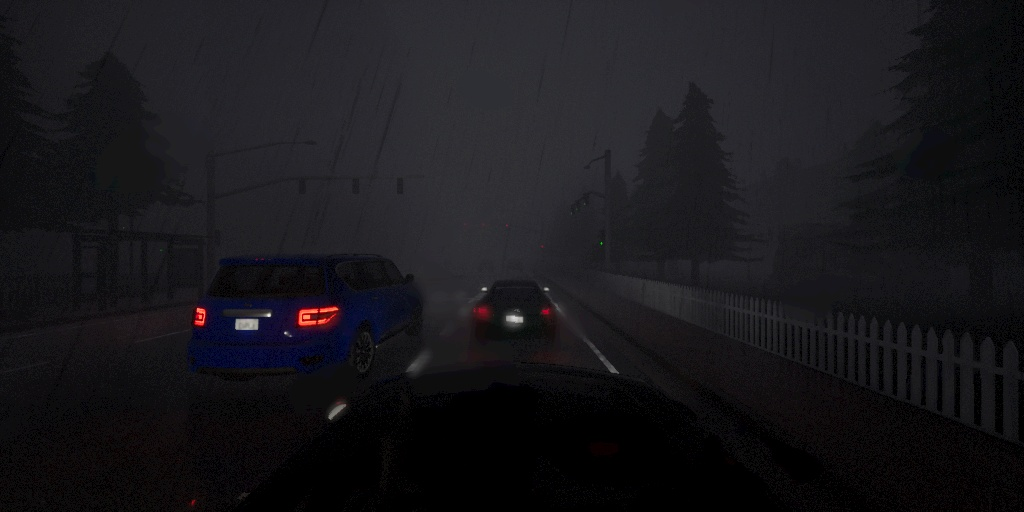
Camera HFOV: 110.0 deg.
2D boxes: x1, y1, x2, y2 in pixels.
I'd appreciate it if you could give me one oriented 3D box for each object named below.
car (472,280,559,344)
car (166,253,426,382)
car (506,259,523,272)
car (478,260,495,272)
[{"bbox_3d":[0.089,1.314,9.592,1.994,1.385,4.181,0,0,1],"label":"car"},{"bbox_3d":[-3.404,0.972,7.312,2.150,2.045,5.566,0,0,0],"label":"car"},{"bbox_3d":[0.278,1.102,45.693,2.097,1.767,4.553,0,0,0],"label":"car"},{"bbox_3d":[-3.224,1.242,45.593,2.128,1.511,4.902,0,0,1],"label":"car"}]
